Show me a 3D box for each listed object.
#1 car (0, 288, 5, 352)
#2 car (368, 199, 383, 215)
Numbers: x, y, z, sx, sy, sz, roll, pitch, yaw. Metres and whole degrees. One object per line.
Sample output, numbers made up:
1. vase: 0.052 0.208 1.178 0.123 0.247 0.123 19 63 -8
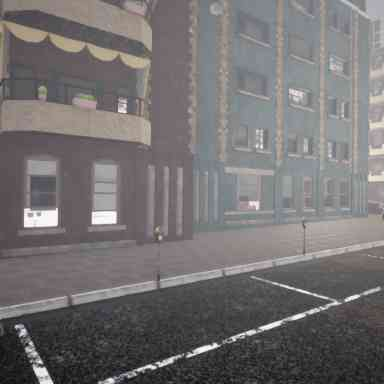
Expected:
1. car: -4.195 1.566 3.097 4.313 1.339 1.947 0 1 -35
2. car: 16.142 1.241 32.640 2.192 1.841 5.009 1 0 -36
